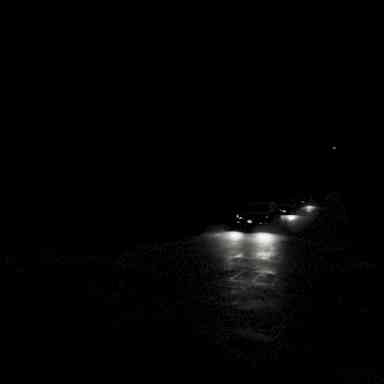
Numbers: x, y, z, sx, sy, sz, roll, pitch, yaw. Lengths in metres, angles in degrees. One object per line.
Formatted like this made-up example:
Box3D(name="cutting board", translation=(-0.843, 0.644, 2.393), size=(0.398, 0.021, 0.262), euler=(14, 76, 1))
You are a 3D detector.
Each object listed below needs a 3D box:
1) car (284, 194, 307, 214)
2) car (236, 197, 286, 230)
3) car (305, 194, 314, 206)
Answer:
Box3D(name="car", translation=(8.722, 1.177, 29.877), size=(2.033, 1.411, 5.357), euler=(0, 0, 24))
Box3D(name="car", translation=(3.993, 1.260, 19.405), size=(1.837, 1.490, 4.892), euler=(0, 1, 24))
Box3D(name="car", translation=(14.539, 1.002, 42.686), size=(1.837, 1.490, 4.892), euler=(0, 0, 25))
